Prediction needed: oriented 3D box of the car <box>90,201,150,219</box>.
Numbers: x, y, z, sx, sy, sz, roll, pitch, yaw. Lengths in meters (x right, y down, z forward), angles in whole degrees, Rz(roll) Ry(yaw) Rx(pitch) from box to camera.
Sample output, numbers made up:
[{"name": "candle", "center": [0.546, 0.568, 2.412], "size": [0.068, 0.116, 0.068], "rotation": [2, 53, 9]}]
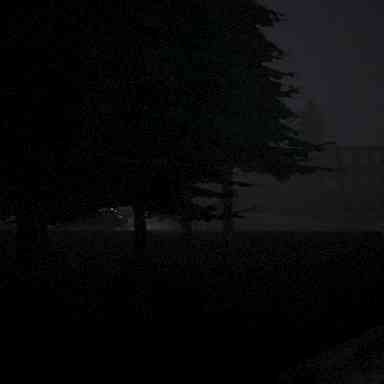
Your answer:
[{"name": "car", "center": [-6.017, 1.501, 28.035], "size": [4.674, 1.442, 1.812], "rotation": [0, 0, 3]}]

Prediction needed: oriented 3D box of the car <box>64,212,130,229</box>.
[{"name": "car", "center": [-6.309, 1.510, 21.041], "size": [4.674, 1.442, 1.812], "rotation": [0, 0, 3]}]
